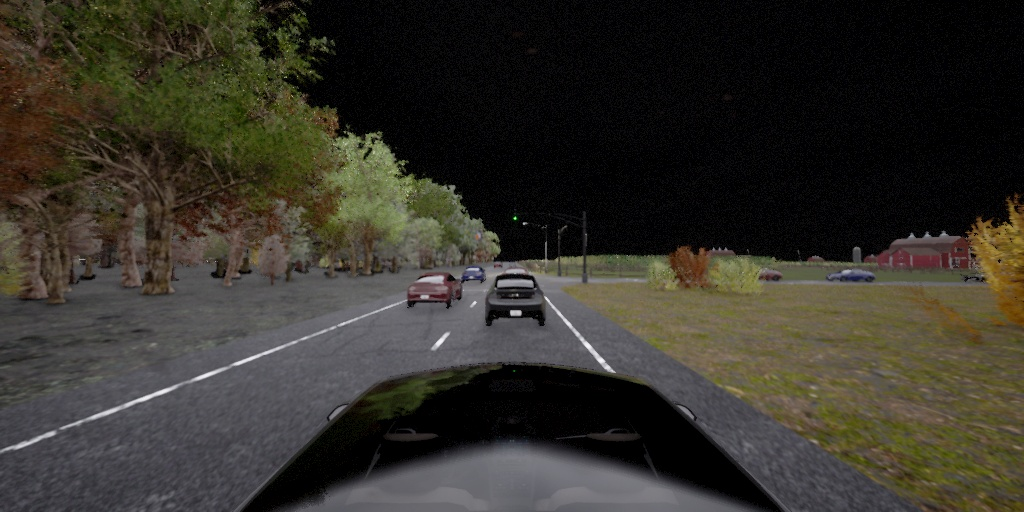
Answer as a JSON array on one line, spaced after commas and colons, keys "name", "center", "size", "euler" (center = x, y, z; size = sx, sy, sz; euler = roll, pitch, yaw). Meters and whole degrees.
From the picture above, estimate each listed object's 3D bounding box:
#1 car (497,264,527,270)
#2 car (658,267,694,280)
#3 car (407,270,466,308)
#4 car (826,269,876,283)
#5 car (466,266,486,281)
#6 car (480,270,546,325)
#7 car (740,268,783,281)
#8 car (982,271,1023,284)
[{"name": "car", "center": [0.336, 1.505, 24.469], "size": [1.882, 1.535, 5.008], "euler": [0, -1, 4]}, {"name": "car", "center": [18.018, 1.960, 40.461], "size": [4.902, 1.511, 2.128], "euler": [1, -2, 1]}, {"name": "car", "center": [-3.394, 1.453, 16.249], "size": [1.812, 1.442, 4.674], "euler": [0, -1, 0]}, {"name": "car", "center": [38.046, 2.212, 40.328], "size": [4.674, 1.442, 1.812], "euler": [1, -2, 0]}, {"name": "car", "center": [-3.386, 1.647, 32.215], "size": [1.812, 1.442, 4.674], "euler": [0, -1, 0]}, {"name": "car", "center": [0.104, 1.386, 12.482], "size": [1.837, 1.490, 4.892], "euler": [0, -1, 0]}, {"name": "car", "center": [27.816, 2.101, 40.389], "size": [4.674, 1.442, 1.812], "euler": [1, -2, 0]}, {"name": "car", "center": [52.360, 2.286, 36.634], "size": [5.357, 1.411, 2.033], "euler": [1, -2, 1]}]
